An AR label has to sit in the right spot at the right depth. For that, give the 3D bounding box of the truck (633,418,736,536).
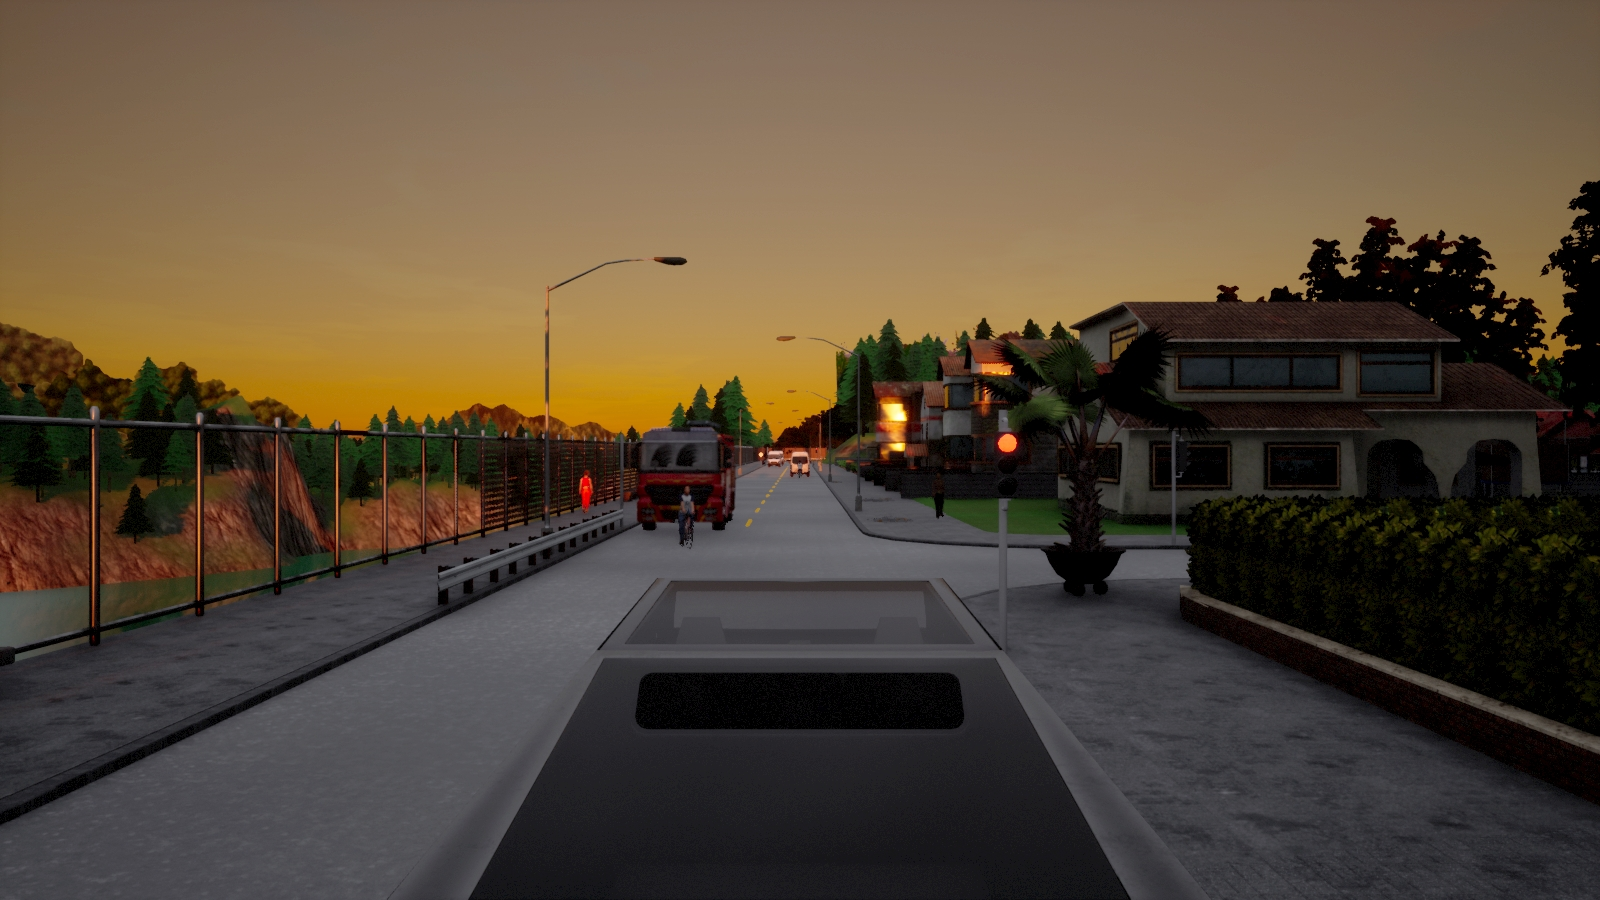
[{"bbox_3d":[-3.995,0.875,41.518,2.891,3.827,8.468,0,0,0],"label":"truck"}]

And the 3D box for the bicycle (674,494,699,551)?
[{"bbox_3d":[-3.222,2.044,32.365,0.373,1.496,1.643,1,0,-16],"label":"bicycle"}]

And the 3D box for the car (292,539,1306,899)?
[{"bbox_3d":[-0.001,1.751,5.830,2.390,2.098,6.274,0,0,0],"label":"car"}]

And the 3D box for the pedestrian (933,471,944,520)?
[{"bbox_3d":[5.299,1.719,43.609,0.375,1.860,0.375,0,0,0],"label":"pedestrian"}]

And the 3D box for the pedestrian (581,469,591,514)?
[{"bbox_3d":[-8.993,1.726,47.981,0.375,1.860,0.375,0,0,-2],"label":"pedestrian"}]
